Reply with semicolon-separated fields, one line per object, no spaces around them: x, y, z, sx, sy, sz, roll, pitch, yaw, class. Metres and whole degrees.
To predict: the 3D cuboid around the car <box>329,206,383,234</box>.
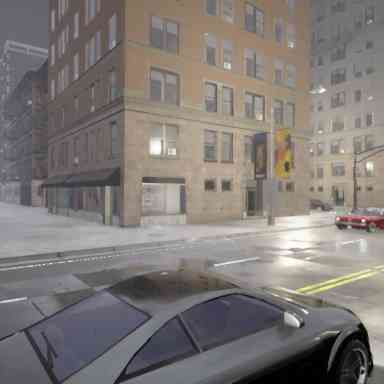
10.397;1.603;19.386;4.718;1.301;1.895;0;0;-35;car

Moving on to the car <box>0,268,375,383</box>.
0.109;1.564;3.536;4.181;1.385;1.994;0;0;-36;car

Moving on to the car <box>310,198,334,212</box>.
13.880;1.485;38.303;1.837;1.490;4.892;0;0;-36;car
